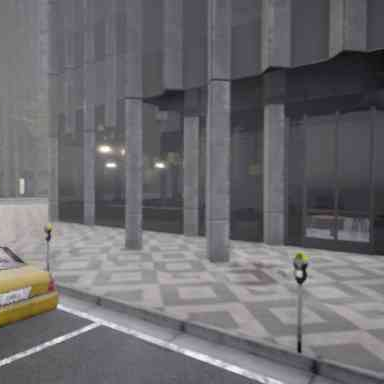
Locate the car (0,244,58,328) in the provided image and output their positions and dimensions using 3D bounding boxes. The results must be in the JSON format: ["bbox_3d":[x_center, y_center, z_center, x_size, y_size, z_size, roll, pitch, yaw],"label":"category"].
[{"bbox_3d":[-4.425,1.434,6.102,4.829,1.417,1.752,1,1,35],"label":"car"}]
